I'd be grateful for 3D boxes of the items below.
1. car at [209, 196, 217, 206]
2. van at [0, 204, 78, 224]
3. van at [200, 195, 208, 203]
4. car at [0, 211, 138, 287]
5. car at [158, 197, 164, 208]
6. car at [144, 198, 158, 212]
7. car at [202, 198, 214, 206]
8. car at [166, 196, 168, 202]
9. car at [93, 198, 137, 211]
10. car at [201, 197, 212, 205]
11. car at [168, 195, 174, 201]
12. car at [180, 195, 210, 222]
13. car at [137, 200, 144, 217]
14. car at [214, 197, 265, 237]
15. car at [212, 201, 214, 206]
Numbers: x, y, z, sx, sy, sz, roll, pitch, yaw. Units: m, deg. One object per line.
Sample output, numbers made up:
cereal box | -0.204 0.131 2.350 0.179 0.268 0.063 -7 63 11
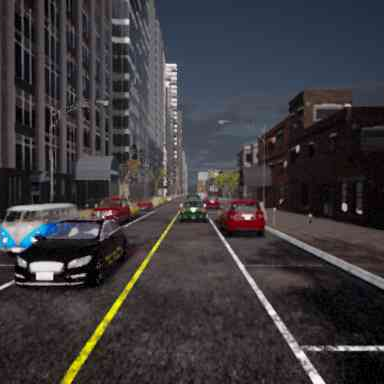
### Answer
car | 2.678 1.401 46.086 2.192 1.841 5.009 -1 0 0
van | -5.704 1.366 12.889 1.690 1.788 3.998 -1 0 0
van | 2.681 1.478 73.758 1.690 1.788 3.998 -1 0 0
car | -3.092 1.509 9.443 2.128 1.511 4.902 0 0 0
car | -5.699 1.621 51.462 1.752 1.417 4.829 -1 0 0
car | -5.699 1.620 40.563 1.887 1.381 4.507 -1 0 0
car | 2.683 1.672 57.154 1.947 1.339 4.313 -1 0 0
car | -5.698 1.631 56.997 1.752 1.417 4.829 -1 0 0
car | -5.703 1.360 23.958 2.192 1.841 5.009 -1 0 0
car | 2.684 1.698 62.689 1.802 1.307 4.206 -1 0 0
car | -5.697 1.597 84.842 1.967 1.590 4.097 -1 0 0
car | 0.101 1.403 27.173 2.097 1.767 4.553 0 0 0
car | -5.700 1.580 29.323 1.752 1.417 4.829 -1 0 0
car | 2.676 1.350 18.413 2.192 1.841 5.009 -1 0 0
car | 2.680 1.571 24.118 1.752 1.417 4.829 -1 0 0
